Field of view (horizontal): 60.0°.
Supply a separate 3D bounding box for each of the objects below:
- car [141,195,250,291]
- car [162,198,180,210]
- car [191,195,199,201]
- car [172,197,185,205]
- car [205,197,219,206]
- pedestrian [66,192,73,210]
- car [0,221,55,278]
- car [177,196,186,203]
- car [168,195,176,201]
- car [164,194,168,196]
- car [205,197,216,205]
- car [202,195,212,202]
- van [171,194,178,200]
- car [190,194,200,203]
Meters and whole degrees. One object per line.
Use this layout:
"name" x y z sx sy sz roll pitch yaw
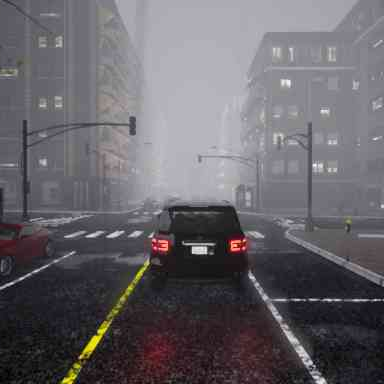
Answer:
"car" 0.171 1.221 9.114 2.150 2.045 5.566 0 0 1
"car" -2.671 1.562 43.069 1.994 1.385 4.181 0 0 2
"car" 0.806 1.477 82.715 1.882 1.535 5.008 0 0 1
"car" -2.466 1.563 61.610 1.994 1.385 4.181 0 0 1
"car" 3.204 1.549 53.630 2.008 1.369 4.403 0 0 1
"pedestrian" -12.395 0.902 33.504 0.375 1.860 0.375 0 -1 0
"car" -5.607 1.581 10.033 1.802 1.307 4.206 0 0 1
"car" -2.302 1.522 71.915 1.812 1.442 4.674 0 0 1
"car" -4.899 1.525 81.741 1.752 1.417 4.829 0 0 1
"car" -5.010 1.314 70.633 2.192 1.841 5.009 0 0 1
"car" 3.260 1.543 59.268 1.887 1.381 4.507 0 0 1
"car" 3.426 1.440 76.184 1.967 1.590 4.097 0 0 1
"van" -4.786 1.340 93.188 1.690 1.788 3.998 0 0 1
"car" 0.724 1.354 72.938 2.097 1.767 4.553 0 0 1
